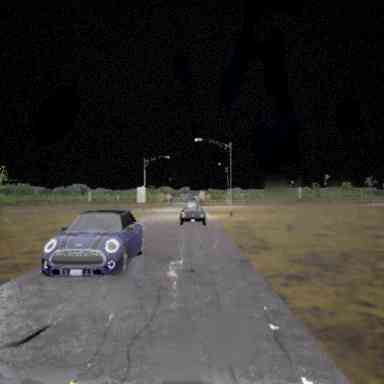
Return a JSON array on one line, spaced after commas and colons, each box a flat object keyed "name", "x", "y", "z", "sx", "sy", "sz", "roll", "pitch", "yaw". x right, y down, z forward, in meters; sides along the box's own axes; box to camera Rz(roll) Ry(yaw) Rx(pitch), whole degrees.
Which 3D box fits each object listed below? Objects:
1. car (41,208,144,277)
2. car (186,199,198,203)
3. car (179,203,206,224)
[{"name": "car", "x": -2.806, "y": 1.371, "z": 10.352, "sx": 2.097, "sy": 1.767, "sz": 4.553, "roll": 0, "pitch": 0, "yaw": 0}, {"name": "car", "x": 0.004, "y": 1.781, "z": 49.580, "sx": 2.033, "sy": 1.649, "sz": 4.856, "roll": 0, "pitch": 0, "yaw": 0}, {"name": "car", "x": 0.068, "y": 1.714, "z": 25.286, "sx": 1.895, "sy": 1.301, "sz": 4.718, "roll": 0, "pitch": 0, "yaw": 0}]
